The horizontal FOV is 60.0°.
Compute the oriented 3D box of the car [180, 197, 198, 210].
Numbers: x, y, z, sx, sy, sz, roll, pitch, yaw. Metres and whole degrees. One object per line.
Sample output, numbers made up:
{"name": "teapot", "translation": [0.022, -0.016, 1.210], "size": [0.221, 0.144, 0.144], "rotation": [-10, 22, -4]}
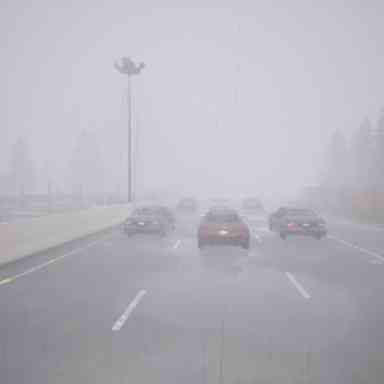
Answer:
{"name": "car", "translation": [-0.420, 1.243, 36.997], "size": [1.994, 1.385, 4.181], "rotation": [0, 0, 5]}

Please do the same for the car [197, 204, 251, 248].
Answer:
{"name": "car", "translation": [1.301, 1.441, 14.148], "size": [1.994, 1.385, 4.181], "rotation": [0, 0, 4]}

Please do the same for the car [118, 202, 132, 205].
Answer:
{"name": "car", "translation": [-9.539, 1.239, 49.423], "size": [1.895, 1.301, 4.718], "rotation": [0, 1, 11]}

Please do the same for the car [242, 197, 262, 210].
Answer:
{"name": "car", "translation": [6.563, 1.249, 36.524], "size": [1.994, 1.385, 4.181], "rotation": [0, 0, 5]}

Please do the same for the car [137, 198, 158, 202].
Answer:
{"name": "car", "translation": [-6.092, 1.109, 48.812], "size": [2.128, 1.511, 4.902], "rotation": [0, 1, 11]}

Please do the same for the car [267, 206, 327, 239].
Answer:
{"name": "car", "translation": [4.985, 1.406, 16.430], "size": [2.033, 1.411, 5.357], "rotation": [0, 0, 4]}

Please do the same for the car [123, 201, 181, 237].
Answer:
{"name": "car", "translation": [-1.994, 1.399, 16.974], "size": [2.033, 1.411, 5.357], "rotation": [0, 0, 4]}

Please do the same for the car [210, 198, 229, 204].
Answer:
{"name": "car", "translation": [2.925, 1.297, 35.220], "size": [1.895, 1.301, 4.718], "rotation": [0, 0, 5]}
